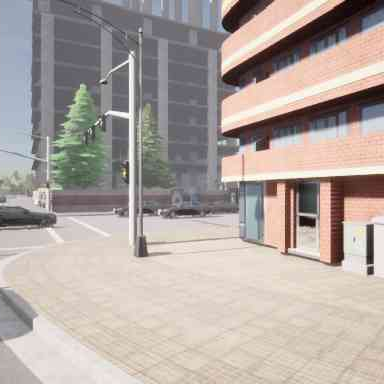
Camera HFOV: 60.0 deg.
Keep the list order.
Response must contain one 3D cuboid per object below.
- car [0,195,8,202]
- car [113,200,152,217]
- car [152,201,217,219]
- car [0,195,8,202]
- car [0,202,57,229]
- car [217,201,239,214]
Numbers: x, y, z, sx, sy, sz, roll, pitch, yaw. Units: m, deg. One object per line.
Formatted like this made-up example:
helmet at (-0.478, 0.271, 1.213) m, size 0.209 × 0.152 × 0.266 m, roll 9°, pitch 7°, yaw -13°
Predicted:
car at (-38.048, 1.595, 65.876) m, size 1.895 × 1.301 × 4.718 m, roll 0°, pitch 0°, yaw -27°
car at (-4.959, 1.547, 31.501) m, size 4.902 × 1.511 × 2.128 m, roll 0°, pitch 0°, yaw -27°
car at (-0.650, 1.547, 29.755) m, size 4.902 × 1.511 × 2.128 m, roll 0°, pitch 0°, yaw -27°
car at (-42.592, 1.500, 74.722) m, size 1.837 × 1.490 × 4.892 m, roll 0°, pitch 0°, yaw -27°
car at (-10.841, 1.553, 20.475) m, size 4.674 × 1.442 × 1.812 m, roll 0°, pitch 0°, yaw -27°
car at (2.996, 1.619, 35.519) m, size 4.181 × 1.385 × 1.994 m, roll 0°, pitch 0°, yaw -28°
